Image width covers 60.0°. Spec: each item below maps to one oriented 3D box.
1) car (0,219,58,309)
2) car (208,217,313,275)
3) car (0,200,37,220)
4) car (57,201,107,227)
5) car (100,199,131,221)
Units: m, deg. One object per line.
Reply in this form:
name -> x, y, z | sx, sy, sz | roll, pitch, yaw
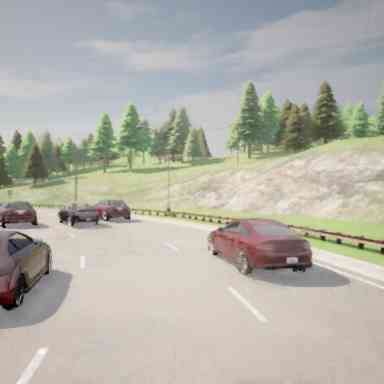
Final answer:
car -> -4.593, 1.583, 7.684 | 1.994, 1.385, 4.181 | 0, 0, -13
car -> 1.909, 1.522, 10.435 | 1.812, 1.442, 4.674 | 0, 0, -14
car -> -12.455, 1.405, 23.284 | 2.097, 1.767, 4.553 | 0, 0, -39
car -> -8.001, 1.529, 23.224 | 2.128, 1.511, 4.902 | 0, 0, -35
car -> -6.914, 1.387, 27.447 | 2.097, 1.767, 4.553 | 0, 0, -38
